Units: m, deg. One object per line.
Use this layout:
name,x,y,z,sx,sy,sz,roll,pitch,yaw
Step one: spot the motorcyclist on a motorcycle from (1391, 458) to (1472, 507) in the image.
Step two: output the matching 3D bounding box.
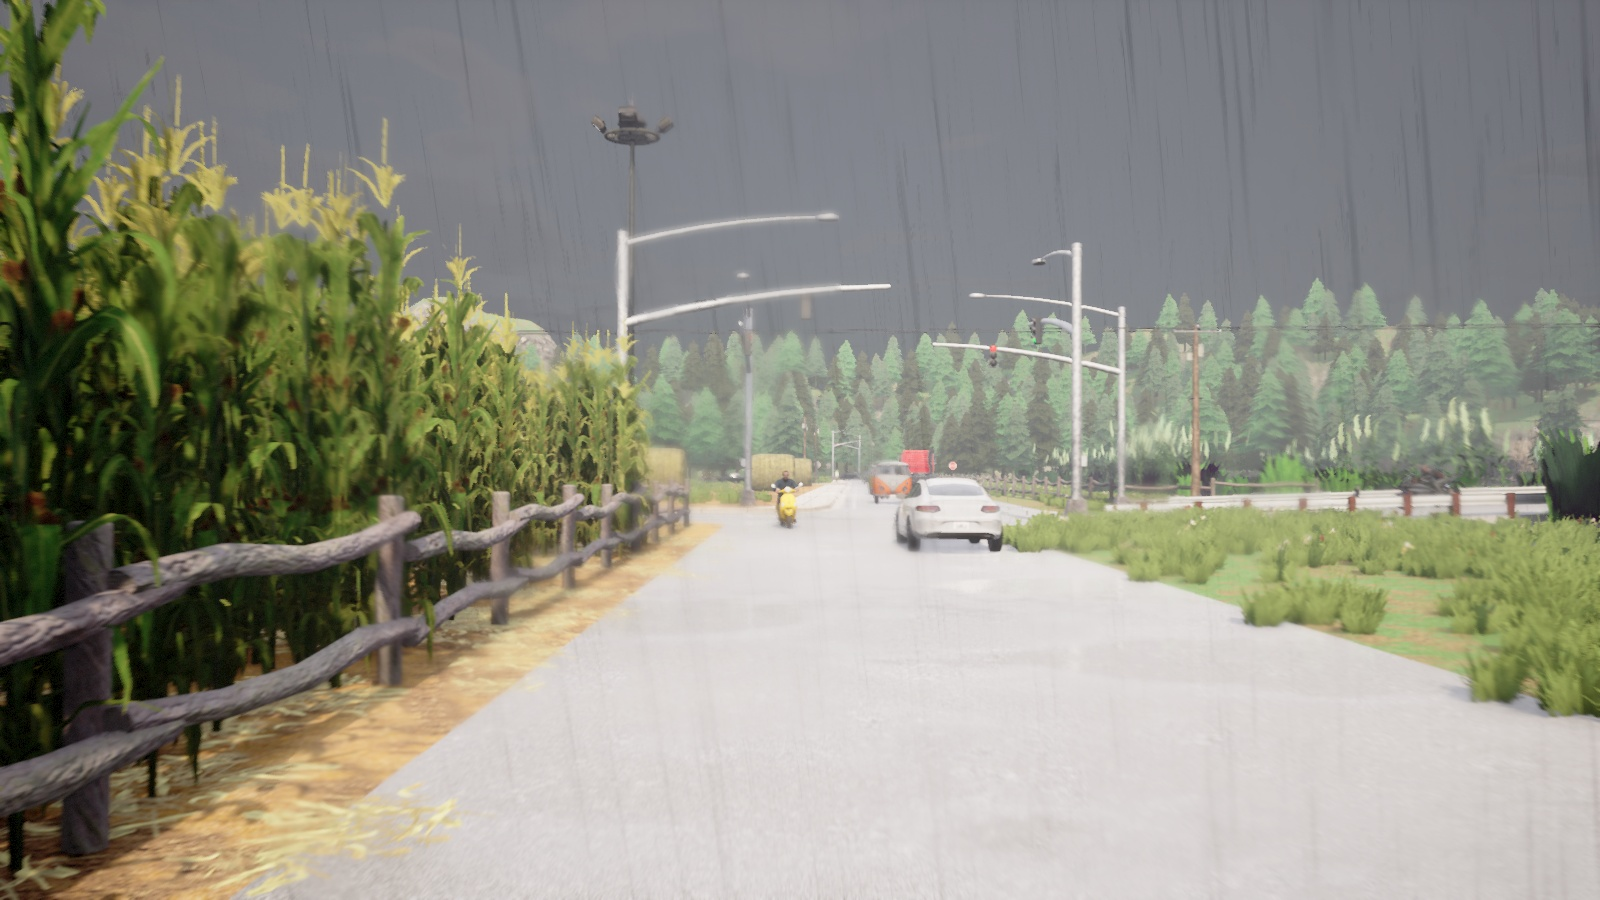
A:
motorcyclist on a motorcycle,21.418,1.112,42.629,2.191,1.530,0.866,-3,-1,5

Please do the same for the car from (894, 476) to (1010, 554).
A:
car,3.037,1.267,25.979,1.812,1.442,4.674,0,-1,0

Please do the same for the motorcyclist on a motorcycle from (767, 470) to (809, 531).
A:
motorcyclist on a motorcycle,-0.345,1.346,34.169,0.866,1.590,1.817,-1,-1,-8

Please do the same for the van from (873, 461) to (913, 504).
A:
van,4.377,1.519,59.536,1.775,1.987,4.442,0,-1,3
